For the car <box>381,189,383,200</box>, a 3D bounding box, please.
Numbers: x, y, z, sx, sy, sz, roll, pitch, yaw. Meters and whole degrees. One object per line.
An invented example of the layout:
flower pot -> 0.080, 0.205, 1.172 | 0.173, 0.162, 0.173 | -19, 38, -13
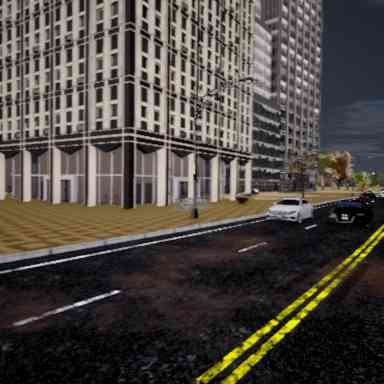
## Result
car -> 32.263, 0.120, 54.156 | 2.150, 2.045, 5.566 | 2, 2, 35

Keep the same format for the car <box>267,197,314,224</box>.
car -> 6.221, 1.069, 20.658 | 1.812, 1.442, 4.674 | 2, 2, 34

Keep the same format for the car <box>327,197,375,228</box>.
car -> 9.259, 1.188, 19.362 | 1.994, 1.385, 4.181 | 2, 2, 34

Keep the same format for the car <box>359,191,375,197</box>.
car -> 29.625, 0.563, 56.078 | 1.994, 1.385, 4.181 | 2, 2, 35
